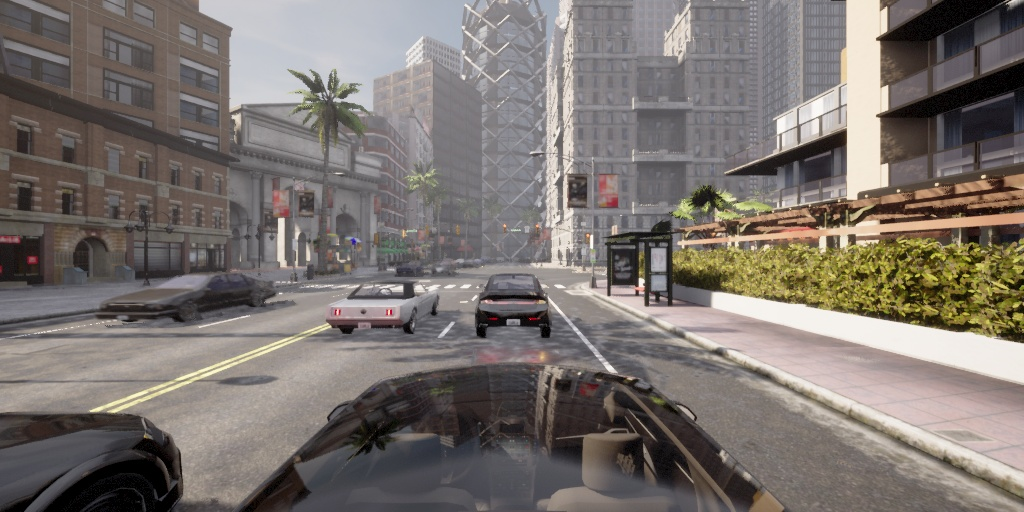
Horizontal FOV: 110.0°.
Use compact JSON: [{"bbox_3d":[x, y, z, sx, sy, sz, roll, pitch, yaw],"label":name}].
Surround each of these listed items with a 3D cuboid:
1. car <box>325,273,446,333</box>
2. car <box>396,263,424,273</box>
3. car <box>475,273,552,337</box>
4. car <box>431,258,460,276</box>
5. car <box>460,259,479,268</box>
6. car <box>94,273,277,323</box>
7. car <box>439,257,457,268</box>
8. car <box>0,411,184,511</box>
[{"bbox_3d":[-3.457,1.351,10.668,1.895,1.301,4.718,0,0,0],"label":"car"},{"bbox_3d":[-10.678,1.351,37.708,1.895,1.301,4.718,0,0,0],"label":"car"},{"bbox_3d":[0.041,1.242,10.289,2.128,1.511,4.902,0,0,0],"label":"car"},{"bbox_3d":[-7.179,1.241,37.860,2.128,1.511,4.902,0,0,0],"label":"car"},{"bbox_3d":[-7.203,1.297,60.000,2.033,1.411,5.357,0,0,0],"label":"car"},{"bbox_3d":[-10.623,1.297,12.441,2.033,1.411,5.357,0,0,0],"label":"car"},{"bbox_3d":[-10.700,1.101,60.356,2.097,1.767,4.553,0,0,0],"label":"car"},{"bbox_3d":[-3.392,1.314,0.849,1.994,1.385,4.181,0,0,0],"label":"car"}]
